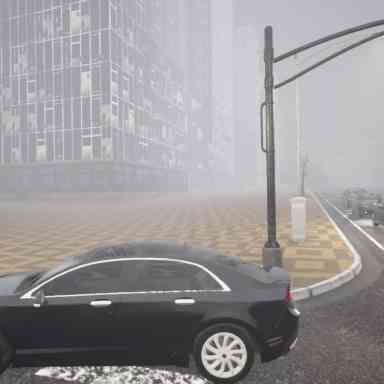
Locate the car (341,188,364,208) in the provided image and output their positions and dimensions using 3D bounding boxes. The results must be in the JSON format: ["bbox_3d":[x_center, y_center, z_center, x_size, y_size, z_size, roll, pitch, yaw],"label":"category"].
[{"bbox_3d":[13.188,0.453,26.701,2.128,1.511,4.902,-1,2,18],"label":"car"}]

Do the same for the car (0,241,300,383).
[{"bbox_3d":[-1.014,1.505,4.750,4.892,1.490,1.837,0,0,0],"label":"car"}]

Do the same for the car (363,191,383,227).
[{"bbox_3d":[9.106,0.928,14.355,2.128,1.511,4.902,-1,2,18],"label":"car"}]

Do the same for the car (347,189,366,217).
[{"bbox_3d":[11.175,0.759,20.643,1.994,1.385,4.181,-1,2,17],"label":"car"}]
